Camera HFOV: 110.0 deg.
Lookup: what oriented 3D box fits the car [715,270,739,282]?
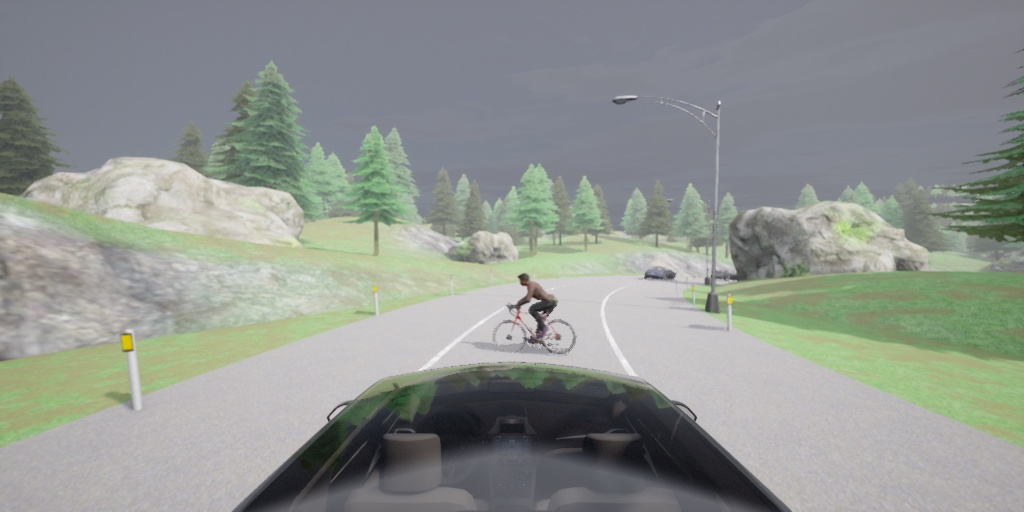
[{"bbox_3d":[28.068,2.573,46.811,4.902,1.511,2.128,5,1,-29],"label":"car"}]

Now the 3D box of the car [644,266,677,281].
[{"bbox_3d":[15.456,1.798,37.188,1.994,1.385,4.181,3,0,45],"label":"car"}]

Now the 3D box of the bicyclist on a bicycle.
[{"bbox_3d":[0.417,1.156,7.103,1.656,1.620,0.582,-2,0,7],"label":"bicyclist on a bicycle"}]
